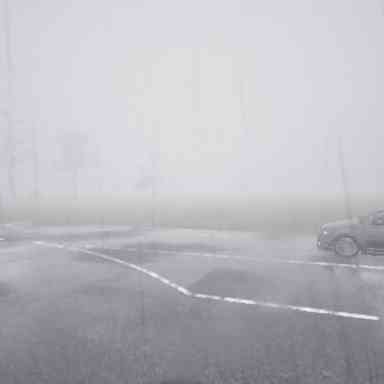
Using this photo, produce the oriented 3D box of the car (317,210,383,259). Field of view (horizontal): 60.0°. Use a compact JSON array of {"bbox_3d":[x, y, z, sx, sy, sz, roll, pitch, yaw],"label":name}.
[{"bbox_3d":[5.902,1.190,9.778,4.181,1.385,1.994,-1,2,25],"label":"car"}]
